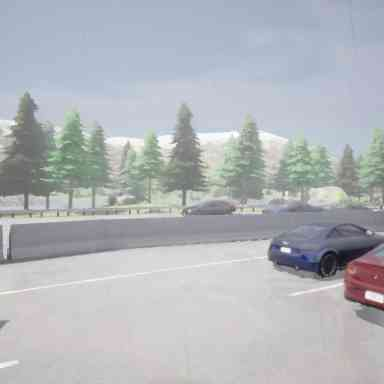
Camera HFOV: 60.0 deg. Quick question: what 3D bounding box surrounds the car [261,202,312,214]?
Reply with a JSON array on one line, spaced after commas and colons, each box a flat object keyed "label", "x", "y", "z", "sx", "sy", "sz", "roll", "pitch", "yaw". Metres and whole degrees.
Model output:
[{"label": "car", "x": 8.295, "y": 1.546, "z": 27.290, "sx": 5.357, "sy": 1.411, "sz": 2.033, "roll": 0, "pitch": 0, "yaw": -20}]

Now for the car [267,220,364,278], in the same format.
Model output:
[{"label": "car", "x": 4.330, "y": 1.563, "z": 10.086, "sx": 4.181, "sy": 1.385, "sz": 1.994, "roll": 0, "pitch": 0, "yaw": -28}]

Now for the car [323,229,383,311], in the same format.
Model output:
[{"label": "car", "x": 4.949, "y": 1.525, "z": 6.494, "sx": 4.674, "sy": 1.442, "sz": 1.812, "roll": 0, "pitch": 0, "yaw": -29}]

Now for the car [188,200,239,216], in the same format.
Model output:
[{"label": "car", "x": 2.073, "y": 1.524, "z": 32.320, "sx": 4.674, "sy": 1.442, "sz": 1.812, "roll": 0, "pitch": 0, "yaw": -22}]

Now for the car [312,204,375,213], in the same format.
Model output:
[{"label": "car", "x": 11.473, "y": 1.563, "z": 24.624, "sx": 4.181, "sy": 1.385, "sz": 1.994, "roll": 0, "pitch": 0, "yaw": -17}]

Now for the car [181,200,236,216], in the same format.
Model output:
[{"label": "car", "x": 1.203, "y": 1.563, "z": 28.117, "sx": 4.181, "sy": 1.385, "sz": 1.994, "roll": 0, "pitch": 0, "yaw": -24}]
